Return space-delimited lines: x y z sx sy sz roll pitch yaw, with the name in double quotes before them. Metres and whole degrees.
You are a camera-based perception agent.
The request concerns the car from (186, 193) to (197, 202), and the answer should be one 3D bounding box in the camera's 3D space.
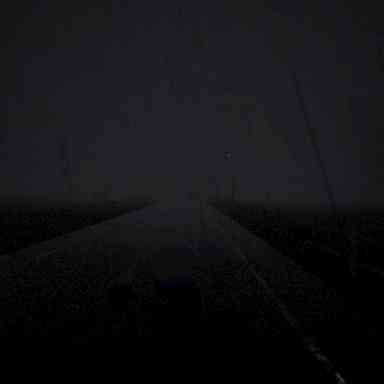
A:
"car" -0.027 1.198 73.688 2.150 2.045 5.566 0 0 0
